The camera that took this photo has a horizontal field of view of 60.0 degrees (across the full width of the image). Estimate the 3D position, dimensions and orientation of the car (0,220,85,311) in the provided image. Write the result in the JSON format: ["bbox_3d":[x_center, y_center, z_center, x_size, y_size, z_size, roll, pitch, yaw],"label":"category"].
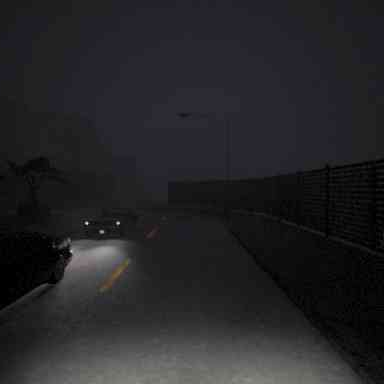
[{"bbox_3d":[-4.095,1.502,6.675,2.033,1.411,5.357,0,0,0],"label":"car"}]

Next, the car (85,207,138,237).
[{"bbox_3d":[-4.070,1.485,17.277,1.895,1.301,4.718,0,0,0],"label":"car"}]
